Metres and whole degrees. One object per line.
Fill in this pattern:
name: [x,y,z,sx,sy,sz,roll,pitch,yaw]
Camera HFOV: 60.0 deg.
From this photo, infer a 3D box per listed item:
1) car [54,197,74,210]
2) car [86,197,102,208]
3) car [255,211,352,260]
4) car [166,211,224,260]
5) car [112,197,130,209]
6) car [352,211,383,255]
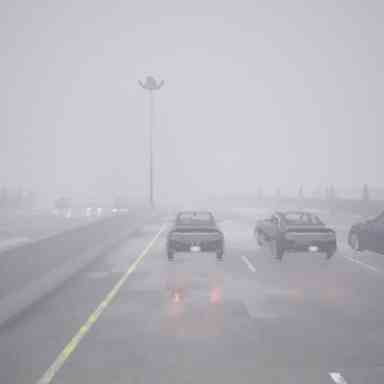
car: [-16.127,1.406,42.146,1.837,1.490,4.892,0,0,-12]
car: [-13.444,1.416,46.032,1.812,1.442,4.674,0,0,-14]
car: [3.602,1.462,12.289,2.128,1.511,4.902,0,0,0]
car: [0.103,1.462,12.278,2.128,1.511,4.902,0,0,0]
car: [-9.391,1.401,44.116,1.837,1.490,4.892,0,0,-12]
car: [7.101,1.325,11.000,2.097,1.767,4.553,0,0,0]
